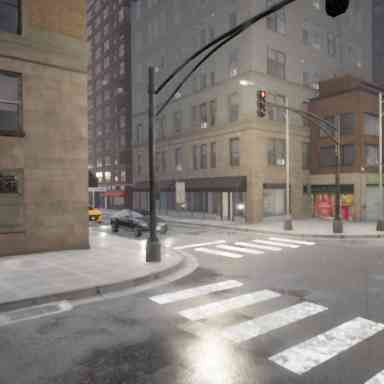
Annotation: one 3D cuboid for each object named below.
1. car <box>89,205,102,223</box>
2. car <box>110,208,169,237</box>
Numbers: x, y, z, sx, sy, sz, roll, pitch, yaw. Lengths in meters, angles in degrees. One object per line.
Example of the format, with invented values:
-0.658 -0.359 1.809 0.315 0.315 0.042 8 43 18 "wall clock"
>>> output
-8.939 1.727 26.976 1.882 1.535 5.008 -1 0 -37 "car"
-3.223 1.691 19.473 1.812 1.442 4.674 -1 0 -38 "car"
